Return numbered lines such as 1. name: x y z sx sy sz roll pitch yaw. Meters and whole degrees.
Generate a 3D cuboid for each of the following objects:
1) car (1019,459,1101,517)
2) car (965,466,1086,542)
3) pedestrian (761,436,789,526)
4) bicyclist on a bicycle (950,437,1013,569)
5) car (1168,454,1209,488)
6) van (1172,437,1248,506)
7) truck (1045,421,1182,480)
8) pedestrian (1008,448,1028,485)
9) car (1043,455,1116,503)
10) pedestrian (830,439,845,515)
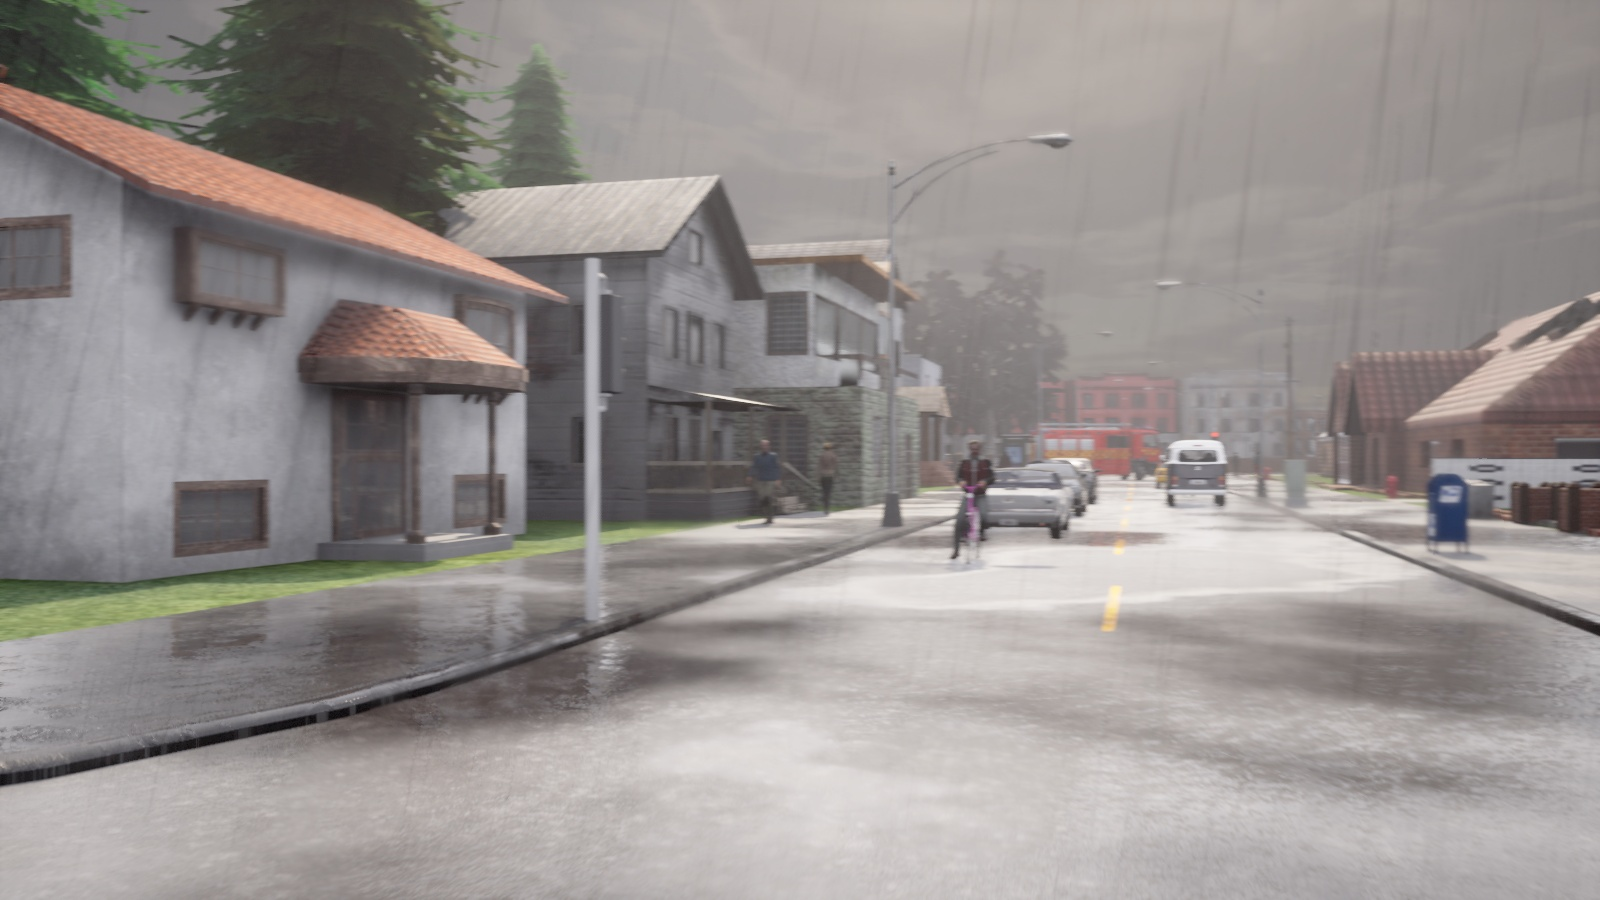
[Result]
1. car: 7.005 0.957 33.548 1.812 1.442 4.674 0 0 16
2. car: 4.539 0.987 24.749 1.895 1.301 4.718 0 0 16
3. pedestrian: -0.510 0.633 26.139 0.402 1.842 0.726 0 0 14
4. bicyclist on a bicycle: 2.602 0.722 17.880 0.659 1.776 1.843 0 -1 15
5. car: 18.864 0.988 61.088 1.801 1.575 5.366 0 0 17
6. van: 12.871 0.663 39.661 2.069 2.038 4.480 0 0 16
7. truck: 20.923 0.024 83.971 8.468 3.827 2.891 0 0 -9
8. pedestrian: 11.020 0.818 63.548 0.634 1.844 0.899 -1 0 36
9. car: 9.509 0.933 42.480 2.128 1.511 4.902 0 0 16
10. pedestrian: 0.919 0.656 30.877 0.331 1.846 0.634 0 0 5
